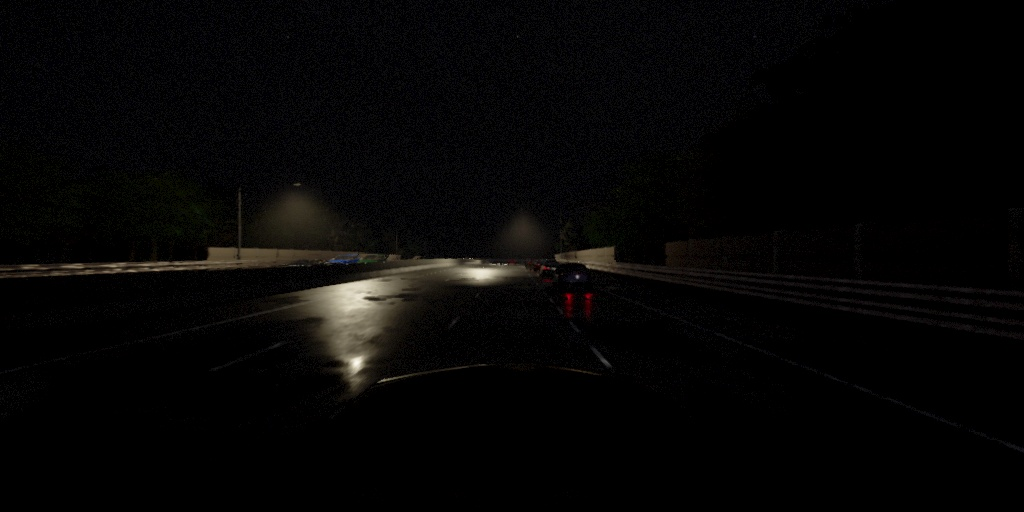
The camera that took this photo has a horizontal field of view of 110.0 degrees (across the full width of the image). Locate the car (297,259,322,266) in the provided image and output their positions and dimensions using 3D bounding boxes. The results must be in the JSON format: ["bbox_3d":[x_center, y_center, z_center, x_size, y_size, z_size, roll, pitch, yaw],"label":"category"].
[{"bbox_3d":[-24.525,1.152,45.351,1.837,1.490,4.892,0,0,1],"label":"car"}]

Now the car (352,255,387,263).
[{"bbox_3d":[-17.531,0.863,45.234,2.150,2.045,5.566,0,0,1],"label":"car"}]

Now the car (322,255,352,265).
[{"bbox_3d":[-21.027,0.863,45.183,2.150,2.045,5.566,0,0,1],"label":"car"}]

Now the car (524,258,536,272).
[{"bbox_3d":[3.316,1.152,44.044,2.163,1.488,4.792,0,0,-7],"label":"car"}]

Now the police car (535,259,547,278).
[{"bbox_3d":[3.513,1.195,32.522,2.038,1.542,4.974,0,0,0],"label":"police car"}]

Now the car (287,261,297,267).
[{"bbox_3d":[-28.015,1.170,48.091,1.812,1.442,4.674,0,0,1],"label":"car"}]

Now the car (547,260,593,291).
[{"bbox_3d":[3.509,1.160,21.506,2.033,1.649,4.856,0,0,0],"label":"car"}]
